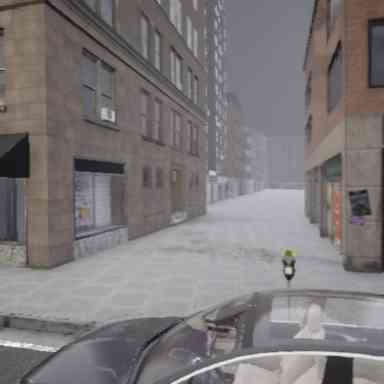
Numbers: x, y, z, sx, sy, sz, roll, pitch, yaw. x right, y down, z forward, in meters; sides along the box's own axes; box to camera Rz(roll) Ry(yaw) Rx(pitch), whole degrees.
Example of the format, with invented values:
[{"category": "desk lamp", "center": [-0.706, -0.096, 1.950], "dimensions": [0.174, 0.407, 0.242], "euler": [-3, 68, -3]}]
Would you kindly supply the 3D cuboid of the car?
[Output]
[{"category": "car", "center": [0.751, 1.490, 2.474], "dimensions": [4.403, 1.369, 2.008], "euler": [0, 1, 15]}]
